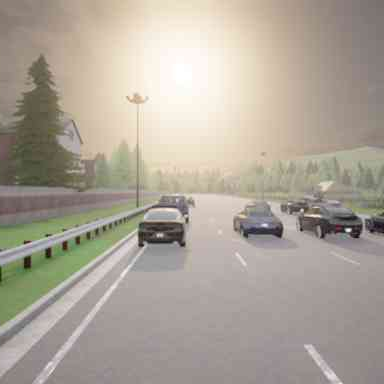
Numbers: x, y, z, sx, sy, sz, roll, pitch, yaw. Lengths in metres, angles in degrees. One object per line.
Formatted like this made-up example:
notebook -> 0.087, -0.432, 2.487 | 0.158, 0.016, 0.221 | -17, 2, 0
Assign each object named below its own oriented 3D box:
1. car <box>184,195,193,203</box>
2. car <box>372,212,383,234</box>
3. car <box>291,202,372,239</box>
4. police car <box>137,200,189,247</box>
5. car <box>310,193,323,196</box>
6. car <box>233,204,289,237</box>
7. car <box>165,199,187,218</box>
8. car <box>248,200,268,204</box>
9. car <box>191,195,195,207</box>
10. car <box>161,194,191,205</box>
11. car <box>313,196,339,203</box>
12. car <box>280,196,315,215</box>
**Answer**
car -> -0.694, 1.383, 65.483 | 1.837, 1.490, 4.892 | 0, 0, -1
car -> 10.416, 1.533, 16.566 | 1.994, 1.385, 4.181 | 0, 0, -1
car -> 6.908, 1.469, 17.168 | 1.837, 1.490, 4.892 | 0, -1, -1
police car -> -1.219, 1.397, 14.964 | 1.930, 1.638, 5.238 | 0, 0, -1
car -> 22.271, 1.098, 61.210 | 3.866, 1.878, 1.905 | 0, 0, -1
car -> 3.403, 1.530, 17.672 | 1.994, 1.385, 4.181 | 0, 0, -1
car -> -1.385, 1.447, 30.853 | 1.837, 1.490, 4.892 | 0, 0, -1
car -> 6.736, 1.500, 33.887 | 1.994, 1.385, 4.181 | 0, 0, -1
car -> -0.537, 1.397, 50.475 | 2.128, 1.511, 4.902 | 0, 0, -1
car -> -1.323, 1.177, 24.883 | 2.150, 2.045, 5.566 | 0, 0, -1
car -> 13.736, 1.463, 33.802 | 1.812, 1.442, 4.674 | 0, 0, 0
car -> 10.238, 1.440, 33.408 | 1.837, 1.490, 4.892 | 0, 0, -1
